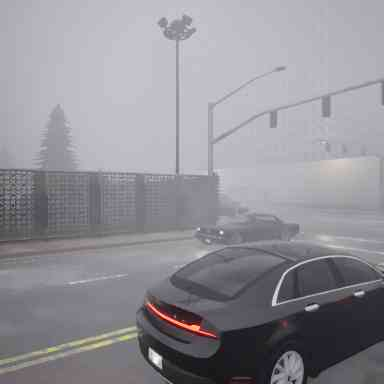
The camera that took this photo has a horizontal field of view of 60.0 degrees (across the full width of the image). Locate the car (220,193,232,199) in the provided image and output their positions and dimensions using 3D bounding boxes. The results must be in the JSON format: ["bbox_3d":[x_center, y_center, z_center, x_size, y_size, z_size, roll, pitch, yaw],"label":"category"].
[{"bbox_3d":[2.811,1.167,35.621,2.150,2.045,5.566,0,0,-35],"label":"car"}]

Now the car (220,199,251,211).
[{"bbox_3d":[3.016,1.545,29.222,1.895,1.301,4.718,0,0,-34],"label":"car"}]

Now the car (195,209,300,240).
[{"bbox_3d":[2.439,1.603,14.304,4.718,1.301,1.895,0,0,-35],"label":"car"}]

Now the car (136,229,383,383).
[{"bbox_3d":[1.592,1.505,4.919,4.892,1.490,1.837,0,0,-35],"label":"car"}]
